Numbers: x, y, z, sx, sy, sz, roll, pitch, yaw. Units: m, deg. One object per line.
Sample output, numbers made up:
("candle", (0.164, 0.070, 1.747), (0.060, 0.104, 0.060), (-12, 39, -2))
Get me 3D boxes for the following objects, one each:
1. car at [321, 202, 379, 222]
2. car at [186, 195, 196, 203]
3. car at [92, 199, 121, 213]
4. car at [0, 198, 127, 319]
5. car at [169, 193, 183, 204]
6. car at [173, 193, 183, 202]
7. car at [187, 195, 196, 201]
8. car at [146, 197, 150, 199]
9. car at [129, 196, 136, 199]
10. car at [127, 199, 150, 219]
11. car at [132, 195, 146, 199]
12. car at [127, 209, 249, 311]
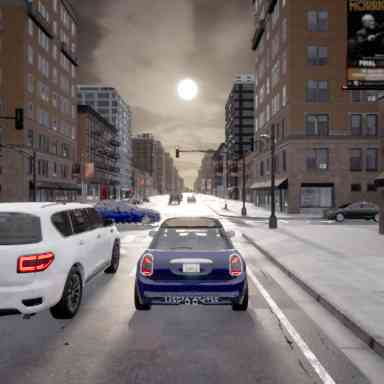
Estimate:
("car", (12.679, 1.545, 25.986), (4.892, 1.490, 1.837), (0, 0, 2))
("car", (-0.115, 1.482, 69.327), (2.128, 1.511, 4.902), (0, 0, 0))
("car", (-9.915, 1.546, 39.093), (2.033, 1.411, 5.357), (0, 0, 0))
("car", (-3.160, 1.223, 7.485), (2.150, 2.045, 5.566), (0, 0, 0))
("car", (-3.259, 1.208, 64.483), (2.150, 2.045, 5.566), (0, -1, 0))
("car", (-3.384, 1.212, 80.460), (2.150, 2.045, 5.566), (0, 0, 0))
("car", (-0.133, 1.453, 79.777), (1.895, 1.301, 4.718), (0, 0, 0))
("car", (-9.865, 1.579, 68.673), (1.895, 1.301, 4.718), (0, 0, 0))
("car", (-9.926, 1.597, 48.708), (1.895, 1.301, 4.718), (0, 0, 0))
("car", (-4.673, 1.479, 22.931), (5.008, 1.535, 1.882), (0, 0, -1))
("car", (-9.925, 1.346, 58.452), (2.097, 1.767, 4.553), (0, 0, 0))
("car", (-0.005, 1.352, 7.944), (2.097, 1.767, 4.553), (0, 0, 0))
